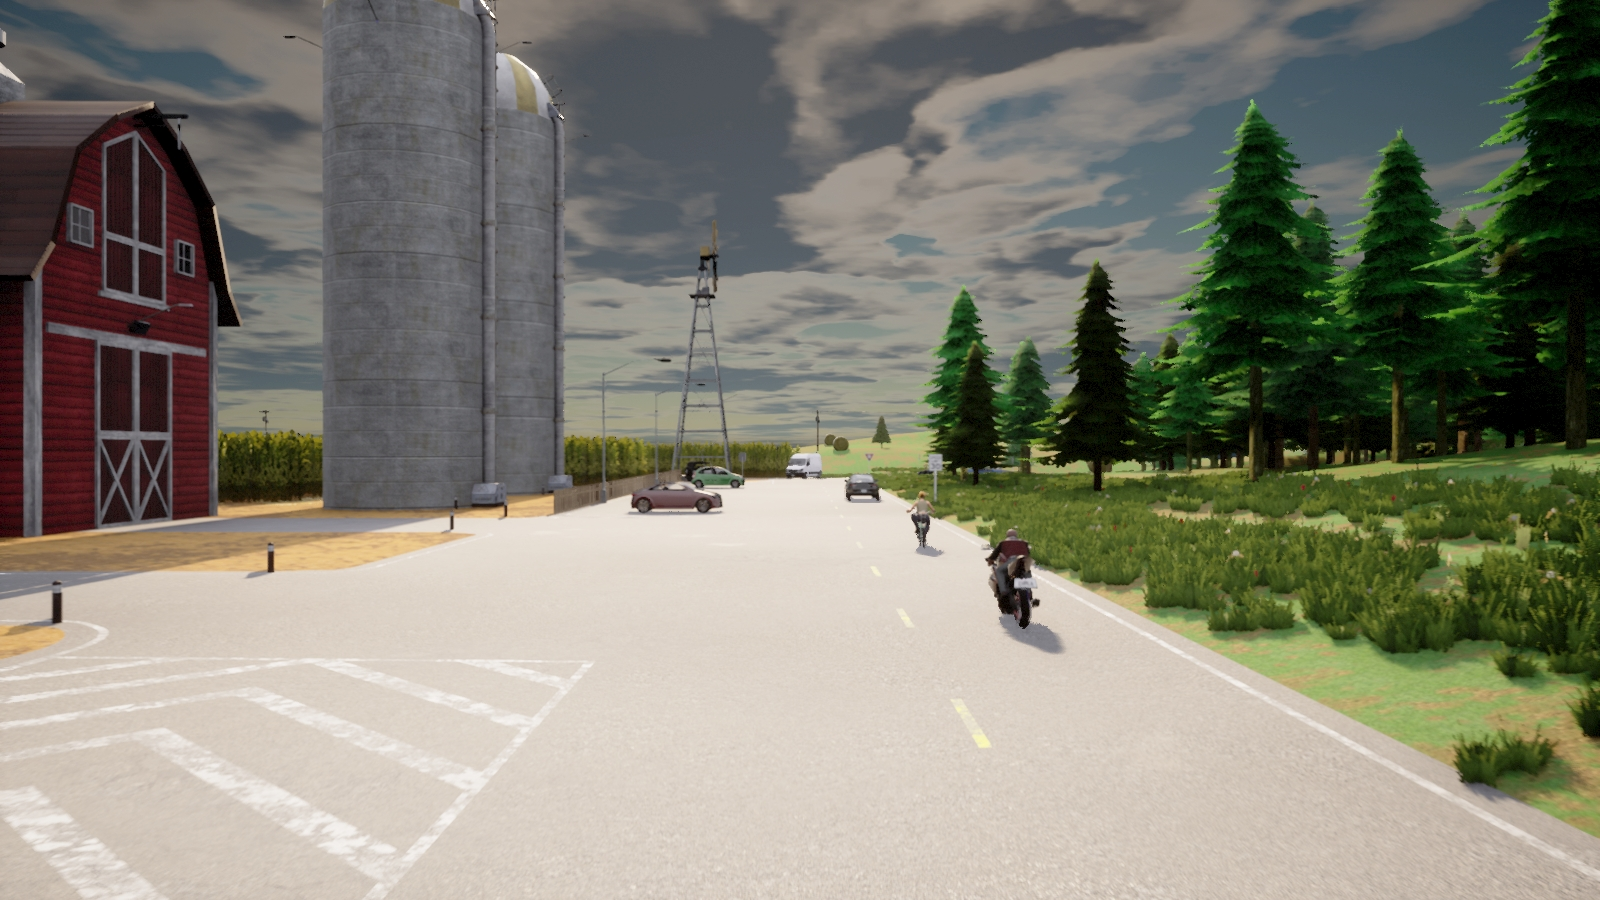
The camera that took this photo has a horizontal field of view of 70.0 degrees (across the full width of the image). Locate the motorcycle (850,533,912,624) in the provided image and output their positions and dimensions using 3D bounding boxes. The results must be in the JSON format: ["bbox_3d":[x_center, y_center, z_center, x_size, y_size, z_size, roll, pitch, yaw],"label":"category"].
[{"bbox_3d":[1.304,2.065,18.804,0.867,1.251,2.209,0,0,0],"label":"motorcycle"}]

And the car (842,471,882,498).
[{"bbox_3d":[3.506,1.941,65.085,2.002,1.442,4.674,0,0,0],"label":"car"}]
